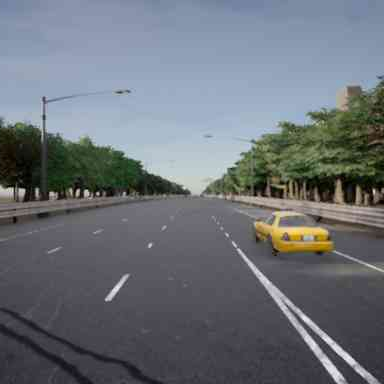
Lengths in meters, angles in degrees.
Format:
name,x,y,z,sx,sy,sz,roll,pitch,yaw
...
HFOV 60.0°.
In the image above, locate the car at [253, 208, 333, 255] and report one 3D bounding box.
name,x,y,z,sx,sy,sz,roll,pitch,yaw
car,3.606,1.404,12.916,1.801,1.575,5.366,0,0,-1
